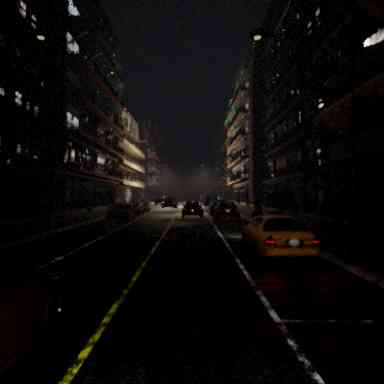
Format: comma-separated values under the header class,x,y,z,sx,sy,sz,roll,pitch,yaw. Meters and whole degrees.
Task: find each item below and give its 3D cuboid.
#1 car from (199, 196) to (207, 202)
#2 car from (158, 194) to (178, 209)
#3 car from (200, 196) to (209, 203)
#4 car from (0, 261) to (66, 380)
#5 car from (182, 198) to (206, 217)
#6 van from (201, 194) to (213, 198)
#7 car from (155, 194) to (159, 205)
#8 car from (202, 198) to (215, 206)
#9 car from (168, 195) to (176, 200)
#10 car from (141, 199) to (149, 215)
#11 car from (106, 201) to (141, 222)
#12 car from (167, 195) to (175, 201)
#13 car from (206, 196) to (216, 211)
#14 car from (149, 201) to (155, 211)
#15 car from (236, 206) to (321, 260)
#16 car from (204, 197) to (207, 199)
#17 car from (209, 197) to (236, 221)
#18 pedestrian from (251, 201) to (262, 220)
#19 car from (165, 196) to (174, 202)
class,x,y,z,sx,sy,sz,roll,pitch,yaw
car,2.701,1.627,83.518,2.008,1.369,4.403,1,0,0
car,-3.084,1.388,46.014,2.097,1.767,4.553,0,0,0
car,2.701,1.629,72.194,1.947,1.339,4.313,1,0,0
car,-3.101,1.567,3.877,1.994,1.385,4.181,0,0,0
car,0.054,1.586,31.011,1.994,1.385,4.181,0,0,0
van,2.704,1.380,49.547,1.690,1.788,3.998,1,0,0
car,-5.676,1.366,60.911,2.192,1.841,5.009,1,0,0
car,2.700,1.626,55.209,1.802,1.307,4.206,1,0,0
car,-5.679,1.635,94.880,1.887,1.381,4.507,1,0,0
car,-5.678,1.549,32.432,1.752,1.417,4.829,1,0,0
car,-5.679,1.564,26.942,1.887,1.381,4.507,1,0,0
car,-5.680,1.608,89.049,1.752,1.417,4.829,1,0,0
car,2.703,1.464,32.562,1.967,1.590,4.097,1,0,0
car,-5.679,1.553,38.094,1.752,1.417,4.829,1,0,0
car,3.000,1.465,12.333,1.801,1.575,5.366,0,0,0
car,2.701,1.579,38.224,2.008,1.369,4.403,1,0,0
car,2.703,1.460,26.901,1.967,1.590,4.097,1,0,0
pedestrian,3.000,1.305,15.340,0.375,1.860,0.375,1,-1,-3
car,-5.679,1.627,83.556,2.008,1.369,4.403,1,0,0
